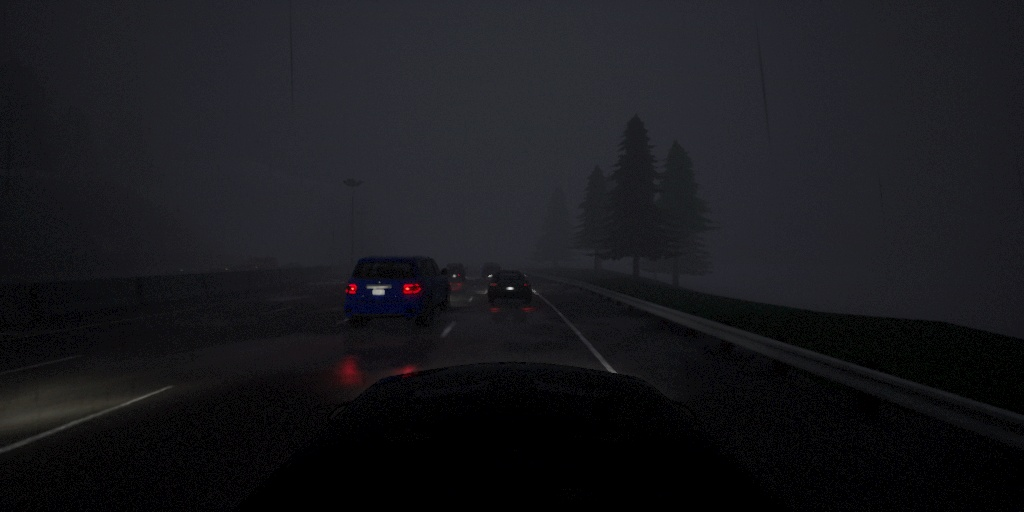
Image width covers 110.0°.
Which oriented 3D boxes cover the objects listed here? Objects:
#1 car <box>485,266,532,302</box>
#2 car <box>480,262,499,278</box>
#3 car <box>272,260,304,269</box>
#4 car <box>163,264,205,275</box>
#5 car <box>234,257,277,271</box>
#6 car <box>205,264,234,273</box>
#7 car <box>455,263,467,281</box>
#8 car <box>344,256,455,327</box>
[{"bbox_3d":[-0.173,1.383,17.501,1.994,1.385,4.181,0,0,-3],"label":"car"},{"bbox_3d":[-2.210,1.379,36.629,1.882,1.535,5.008,0,0,-10],"label":"car"},{"bbox_3d":[-24.671,1.478,40.219,1.994,1.385,4.181,0,0,-12],"label":"car"},{"bbox_3d":[-35.046,1.507,38.690,1.895,1.301,4.718,0,0,-13],"label":"car"},{"bbox_3d":[-28.219,1.136,40.218,2.150,2.045,5.566,0,0,-12],"label":"car"},{"bbox_3d":[-31.875,1.515,40.482,1.895,1.301,4.718,0,0,-13],"label":"car"},{"bbox_3d":[-5.069,1.387,31.920,1.837,1.490,4.892,1,0,-8],"label":"car"},{"bbox_3d":[-3.462,1.017,11.844,2.150,2.045,5.566,0,0,-1],"label":"car"}]
